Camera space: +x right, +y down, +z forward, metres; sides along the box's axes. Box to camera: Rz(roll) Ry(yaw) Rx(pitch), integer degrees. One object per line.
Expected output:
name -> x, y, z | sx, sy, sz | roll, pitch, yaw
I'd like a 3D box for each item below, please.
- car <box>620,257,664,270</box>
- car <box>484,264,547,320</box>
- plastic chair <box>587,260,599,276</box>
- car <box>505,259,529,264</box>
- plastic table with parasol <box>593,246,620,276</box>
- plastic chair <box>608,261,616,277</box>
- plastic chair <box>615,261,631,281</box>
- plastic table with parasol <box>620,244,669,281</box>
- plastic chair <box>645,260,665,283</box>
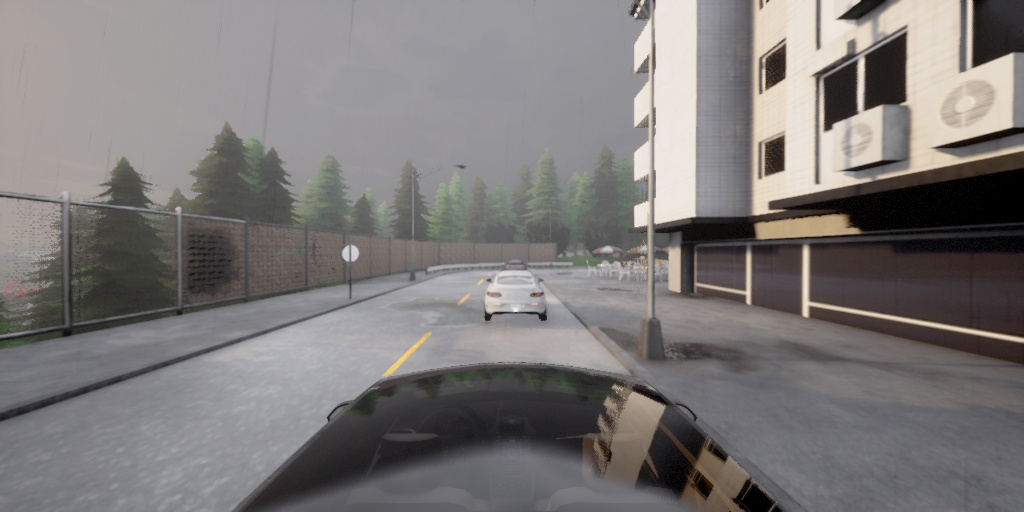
car -> 15.332, 0.817, 42.388 | 5.008, 1.535, 1.882 | 0, 1, 0
car -> 0.099, 1.172, 11.952 | 1.812, 1.442, 4.674 | 0, 1, 0
plastic chair -> 6.509, 0.979, 29.158 | 0.730, 1.272, 0.750 | 0, 0, 10
car -> 0.375, 0.952, 30.426 | 2.128, 1.511, 4.902 | 0, 1, 4
plastic table with parasol -> 7.779, 0.401, 28.949 | 2.482, 2.480, 2.482 | 0, 0, 0
plastic chair -> 8.000, 1.019, 27.539 | 0.750, 1.272, 0.730 | 0, 0, 10
plastic chair -> 7.762, 1.046, 24.829 | 0.730, 1.272, 0.750 | 0, 0, 10
plastic table with parasol -> 9.241, 0.444, 24.640 | 2.482, 2.480, 2.482 | 0, 0, 0
plastic chair -> 9.253, 1.062, 23.210 | 0.750, 1.272, 0.730 | 0, 0, 10
